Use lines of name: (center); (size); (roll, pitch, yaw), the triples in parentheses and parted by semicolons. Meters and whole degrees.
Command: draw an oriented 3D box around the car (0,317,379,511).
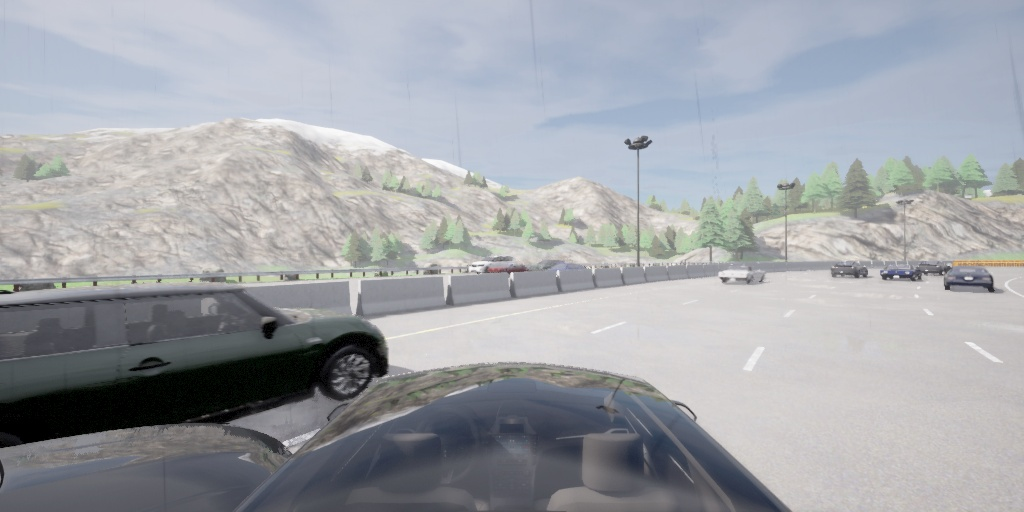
car: (-2.982, 1.255, 0.505); (4.892, 1.490, 1.837); (0, 0, -45)

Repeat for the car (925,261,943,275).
car: (43.308, 1.241, 36.844); (4.902, 1.511, 2.128); (0, 0, -31)

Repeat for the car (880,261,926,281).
car: (32.304, 1.351, 29.710); (4.718, 1.301, 1.895); (0, 0, -35)

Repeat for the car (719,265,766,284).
car: (17.291, 1.350, 26.798); (4.718, 1.301, 1.895); (0, 0, -41)

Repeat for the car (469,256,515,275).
car: (-1.855, 0.972, 38.044); (5.566, 2.045, 2.150); (0, 0, -43)

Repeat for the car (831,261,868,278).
car: (31.370, 1.241, 33.320); (4.902, 1.511, 2.128); (0, 0, -35)

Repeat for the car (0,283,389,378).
car: (-3.869, 1.103, 4.415); (2.097, 1.767, 4.553); (0, 0, 37)

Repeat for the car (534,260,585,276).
car: (4.297, 1.275, 29.387); (4.674, 1.442, 1.812); (0, 0, -43)

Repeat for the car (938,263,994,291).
car: (27.605, 1.298, 21.721); (5.357, 1.411, 2.033); (0, 0, -39)

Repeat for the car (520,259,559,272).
car: (3.384, 1.102, 33.325); (4.553, 1.767, 2.097); (0, 0, -43)

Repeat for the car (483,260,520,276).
car: (-0.158, 1.351, 34.822); (4.718, 1.301, 1.895); (0, 0, -43)
